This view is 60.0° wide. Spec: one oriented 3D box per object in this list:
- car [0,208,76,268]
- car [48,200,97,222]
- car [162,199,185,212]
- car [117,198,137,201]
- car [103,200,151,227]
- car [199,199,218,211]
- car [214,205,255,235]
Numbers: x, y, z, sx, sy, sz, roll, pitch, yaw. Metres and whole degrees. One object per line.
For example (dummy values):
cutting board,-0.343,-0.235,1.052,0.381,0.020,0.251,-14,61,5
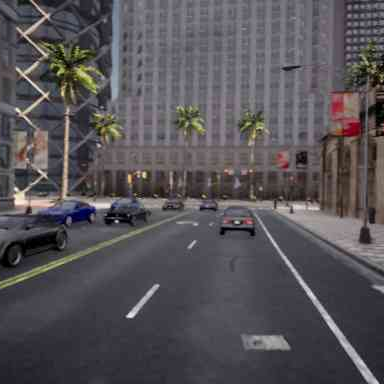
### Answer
car,-5.811,1.429,10.797,1.994,1.385,4.181,1,0,8
car,-7.860,1.279,21.264,1.882,1.535,5.008,1,0,8
car,-1.993,1.439,36.727,1.994,1.385,4.181,1,0,9
car,-6.261,1.284,31.955,1.882,1.535,5.008,1,0,9
car,-4.198,1.469,22.153,1.895,1.301,4.718,1,0,8
car,2.036,1.509,39.198,1.994,1.385,4.181,1,0,9
car,2.592,1.551,18.859,2.033,1.411,5.357,1,0,8
